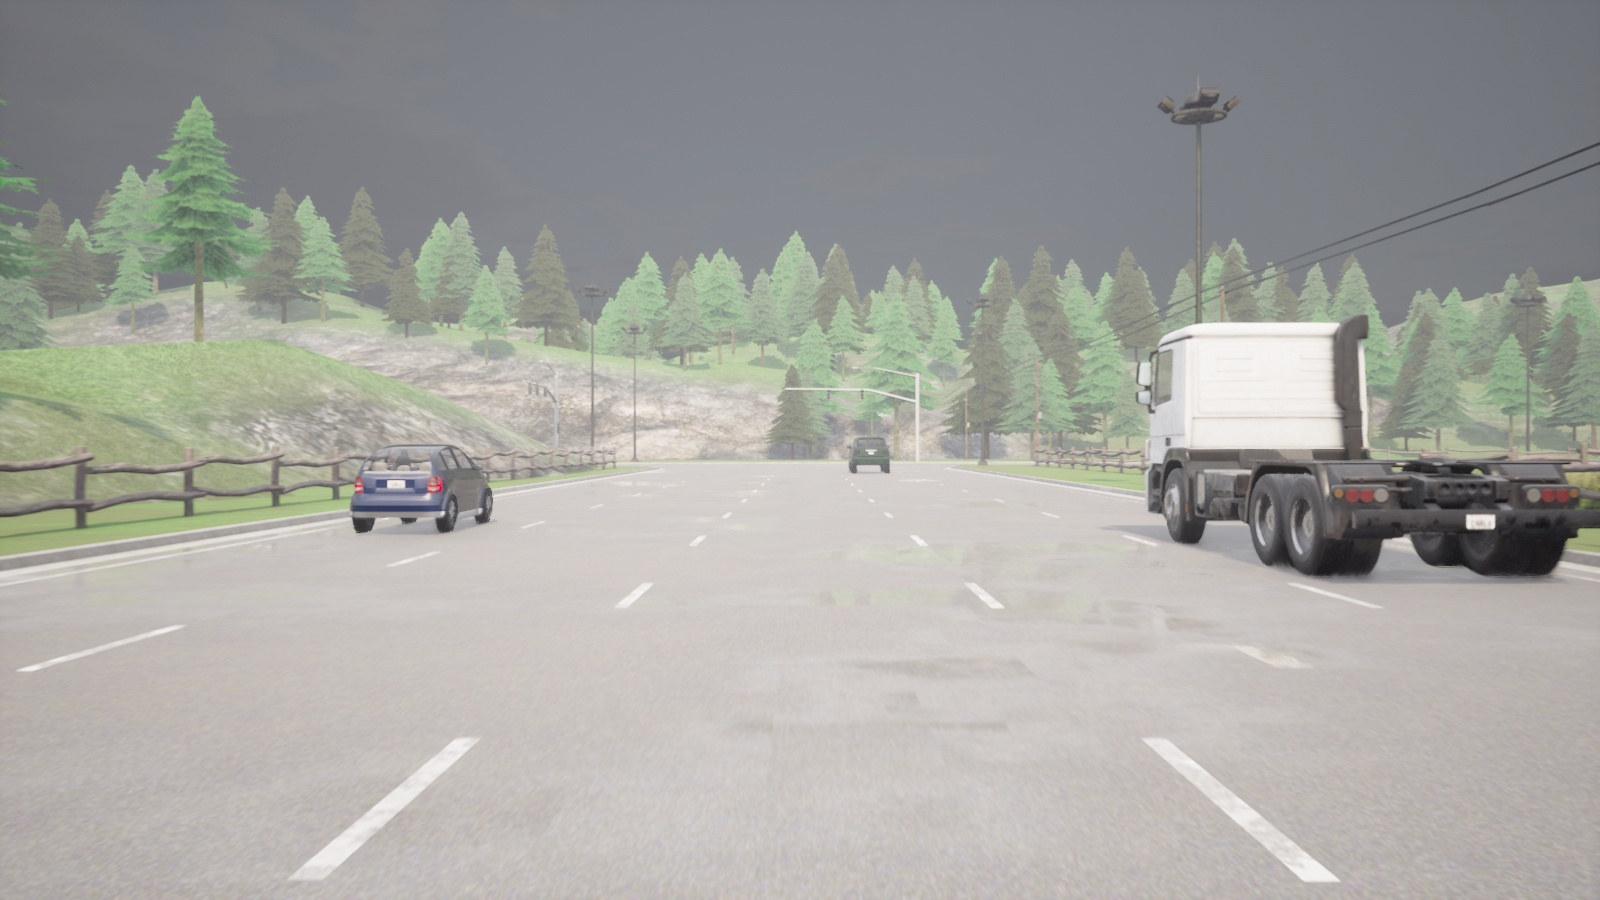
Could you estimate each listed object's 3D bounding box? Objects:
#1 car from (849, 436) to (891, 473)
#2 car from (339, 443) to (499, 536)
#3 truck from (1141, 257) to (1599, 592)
[{"bbox_3d":[3.926,0.262,71.374,2.150,2.045,5.566,0,0,0],"label":"car"},{"bbox_3d":[-6.852,0.657,22.997,1.789,1.549,3.705,0,1,0],"label":"car"},{"bbox_3d":[7.114,-0.278,16.961,2.891,3.462,7.936,0,0,0],"label":"truck"}]
